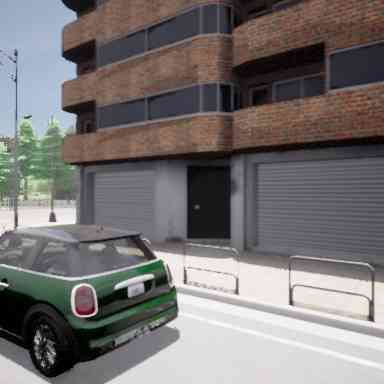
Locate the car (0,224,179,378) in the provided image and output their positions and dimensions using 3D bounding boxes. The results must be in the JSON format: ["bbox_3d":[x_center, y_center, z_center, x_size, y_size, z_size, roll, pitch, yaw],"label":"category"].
[{"bbox_3d":[-2.493,1.354,5.773,4.553,1.767,2.097,0,0,36],"label":"car"}]
